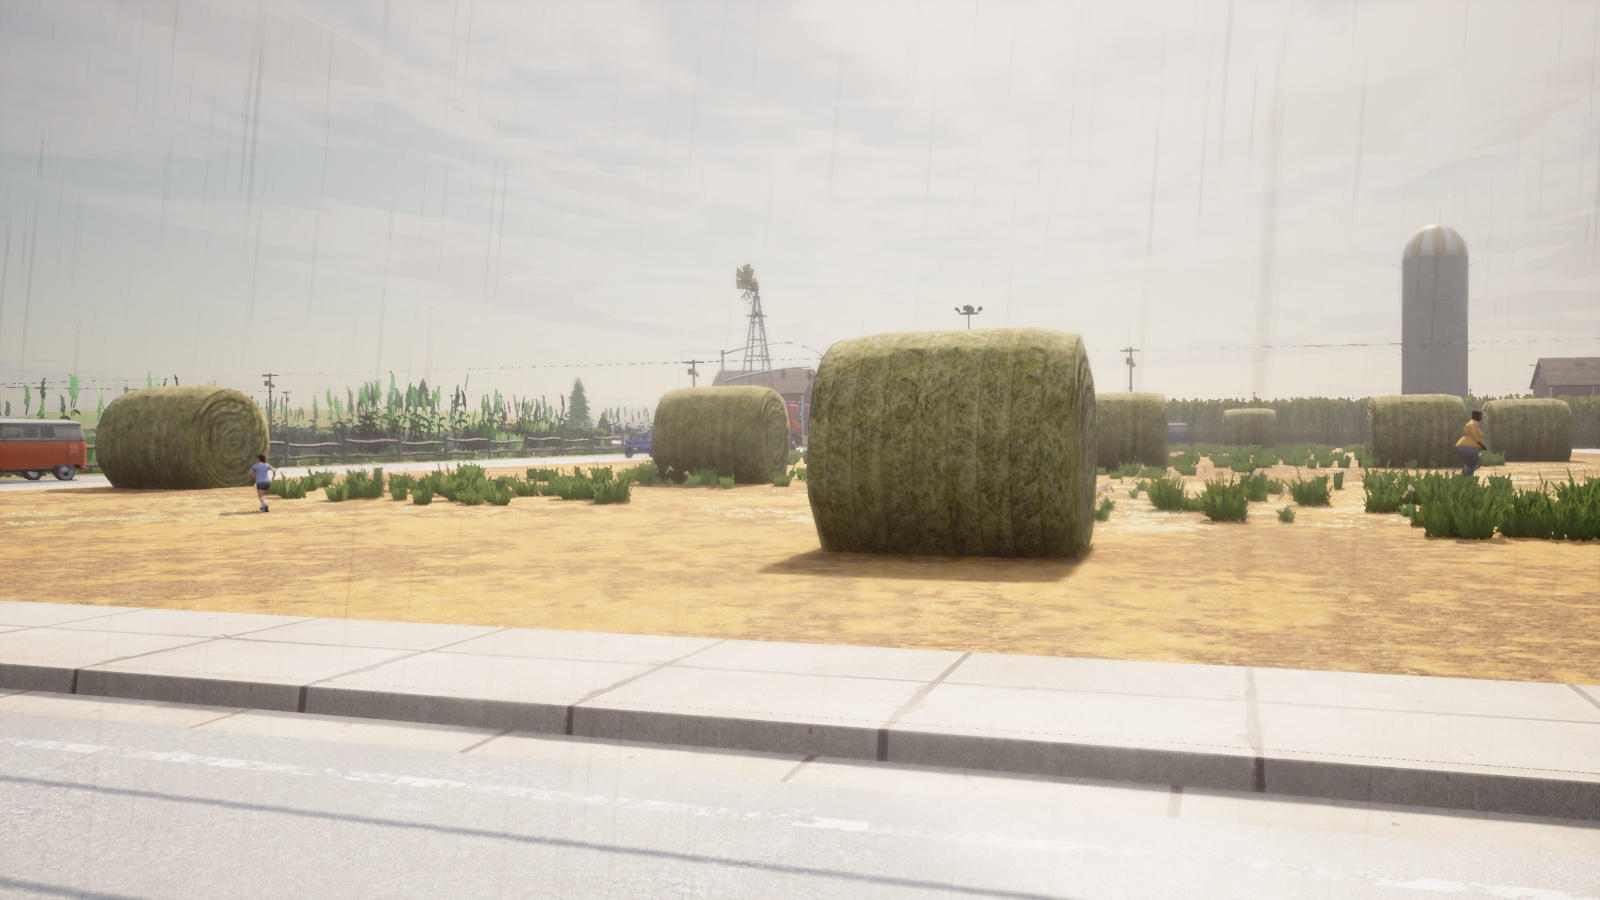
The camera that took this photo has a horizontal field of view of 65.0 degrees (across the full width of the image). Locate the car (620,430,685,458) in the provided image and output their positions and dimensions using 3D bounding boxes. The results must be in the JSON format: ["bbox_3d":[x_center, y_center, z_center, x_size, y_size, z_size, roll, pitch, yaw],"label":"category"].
[{"bbox_3d":[-8.255,-0.356,70.618,1.816,1.474,4.193,1,1,21],"label":"car"}]

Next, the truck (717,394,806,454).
[{"bbox_3d":[-2.522,-1.747,85.215,2.891,3.827,8.468,1,1,22],"label":"truck"}]

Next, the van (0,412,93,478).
[{"bbox_3d":[-24.458,-0.168,38.808,1.775,1.987,4.442,1,1,21],"label":"van"}]

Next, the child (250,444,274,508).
[{"bbox_3d":[-9.424,0.445,21.985,0.394,1.110,0.255,1,1,44],"label":"child"}]

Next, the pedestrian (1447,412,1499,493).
[{"bbox_3d":[15.592,0.044,29.130,0.900,1.855,0.874,1,1,18],"label":"pedestrian"}]
